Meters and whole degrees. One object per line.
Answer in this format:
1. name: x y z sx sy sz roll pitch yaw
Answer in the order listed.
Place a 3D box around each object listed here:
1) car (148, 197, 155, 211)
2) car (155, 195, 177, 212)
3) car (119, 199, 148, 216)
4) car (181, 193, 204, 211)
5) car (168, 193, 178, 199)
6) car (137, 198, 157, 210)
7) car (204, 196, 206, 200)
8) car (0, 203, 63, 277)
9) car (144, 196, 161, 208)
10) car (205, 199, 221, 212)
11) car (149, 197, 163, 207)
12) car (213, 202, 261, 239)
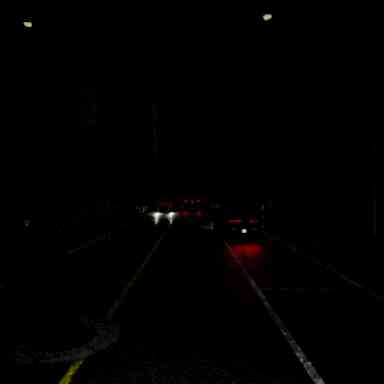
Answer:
1. car: -5.770 1.555 37.696 2.008 1.369 4.403 0 0 0
2. car: -3.101 1.483 38.826 1.882 1.535 5.008 0 0 0
3. car: -5.769 1.443 32.239 1.967 1.590 4.097 0 0 0
4. car: 0.040 1.229 41.893 2.150 2.045 5.566 0 0 0
5. car: -5.781 1.352 91.475 2.192 1.841 5.009 0 0 0
6. car: -5.771 1.551 43.153 1.887 1.381 4.507 0 0 0
7. car: 2.754 1.573 43.156 1.947 1.339 4.313 0 0 0
8. car: -5.765 1.313 10.411 2.192 1.841 5.009 0 0 0
9. car: -5.773 1.449 48.610 1.967 1.590 4.097 0 0 0
10. car: 2.755 1.531 37.870 1.752 1.417 4.829 0 0 0
11. car: -5.774 1.537 53.897 1.752 1.417 4.829 0 0 0
12. car: 2.352 1.504 17.421 1.837 1.490 4.892 0 0 0
